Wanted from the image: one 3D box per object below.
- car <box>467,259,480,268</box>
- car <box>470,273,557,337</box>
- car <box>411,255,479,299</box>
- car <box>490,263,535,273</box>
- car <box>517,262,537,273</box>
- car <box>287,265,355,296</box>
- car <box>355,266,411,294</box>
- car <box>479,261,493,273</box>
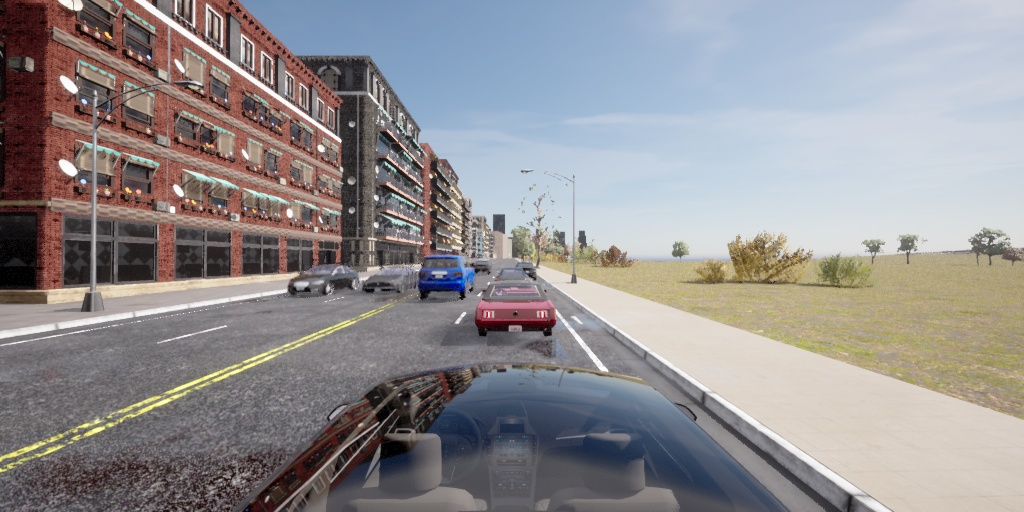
[{"bbox_3d":[-6.742,1.277,62.921,1.812,1.442,4.674,0,0,0],"label":"car"},{"bbox_3d":[0.076,1.352,10.322,1.895,1.301,4.718,0,0,0],"label":"car"},{"bbox_3d":[-3.200,0.977,18.415,2.150,2.045,5.566,0,0,0],"label":"car"},{"bbox_3d":[0.037,1.317,20.353,1.994,1.385,4.181,0,0,0],"label":"car"},{"bbox_3d":[1.054,1.259,30.347,1.837,1.490,4.892,0,0,0],"label":"car"},{"bbox_3d":[-9.903,1.244,19.218,2.128,1.511,4.902,0,0,0],"label":"car"},{"bbox_3d":[-6.656,1.300,20.415,2.033,1.411,5.357,0,0,0],"label":"car"},{"bbox_3d":[-3.262,1.259,40.202,1.837,1.490,4.892,0,0,0],"label":"car"}]
